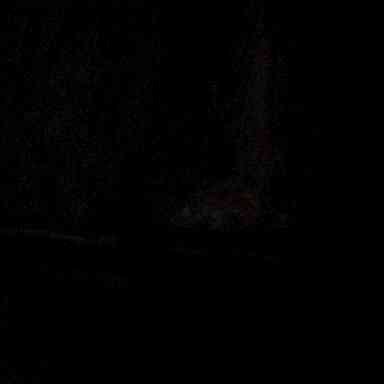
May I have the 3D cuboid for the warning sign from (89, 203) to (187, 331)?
[{"bbox_3d":[-0.913,1.152,5.804,1.060,1.860,1.300,-1,0,36],"label":"warning sign"}]
